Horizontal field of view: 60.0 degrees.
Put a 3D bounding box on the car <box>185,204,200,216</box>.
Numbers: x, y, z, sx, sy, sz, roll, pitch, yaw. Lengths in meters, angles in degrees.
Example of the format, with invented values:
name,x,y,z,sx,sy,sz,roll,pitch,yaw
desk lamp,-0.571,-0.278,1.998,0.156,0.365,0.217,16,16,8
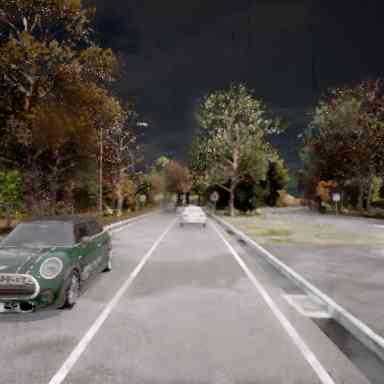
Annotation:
name,x,y,z,sx,sy,sz,roll,pitch,yaw
car,0.091,2.287,43.014,1.882,1.535,5.008,0,-2,0

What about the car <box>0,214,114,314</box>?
name,x,y,z,sx,sy,sz,roll,pitch,yaw
car,-3.351,1.398,7.926,2.097,1.767,4.553,0,-1,0

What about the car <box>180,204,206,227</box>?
name,x,y,z,sx,sy,sz,roll,pitch,yaw
car,0.094,1.845,25.176,1.812,1.442,4.674,0,-1,0

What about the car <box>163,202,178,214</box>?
name,x,y,z,sx,sy,sz,roll,pitch,yaw
car,-3.317,2.448,51.682,1.837,1.490,4.892,0,4,0
